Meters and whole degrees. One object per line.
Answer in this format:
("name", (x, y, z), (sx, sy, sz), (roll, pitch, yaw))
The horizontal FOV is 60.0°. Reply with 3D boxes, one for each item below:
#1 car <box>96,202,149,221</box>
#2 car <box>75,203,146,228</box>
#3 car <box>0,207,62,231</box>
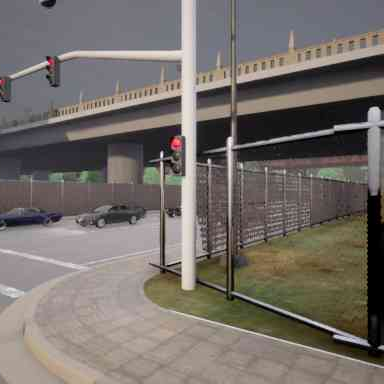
("car", (-5.867, 1.619, 28.517), (1.994, 1.385, 4.181), (0, 0, 36))
("car", (-5.630, 1.560, 22.794), (1.837, 1.490, 4.892), (0, 0, 35))
("car", (-10.991, 1.656, 21.344), (1.895, 1.301, 4.718), (0, 0, 37))
